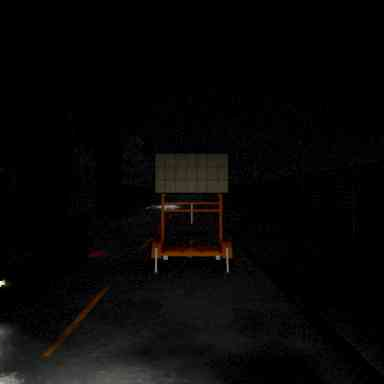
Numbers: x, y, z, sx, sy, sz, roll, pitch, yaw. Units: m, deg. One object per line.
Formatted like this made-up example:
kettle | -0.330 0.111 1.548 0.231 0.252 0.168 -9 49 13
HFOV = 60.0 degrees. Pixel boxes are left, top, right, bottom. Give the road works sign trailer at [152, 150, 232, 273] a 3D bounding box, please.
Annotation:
road works sign trailer | -0.007 0.464 10.646 2.380 3.560 2.880 0 0 0

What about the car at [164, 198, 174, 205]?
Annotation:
car | -4.036 1.601 56.689 1.895 1.301 4.718 0 0 0

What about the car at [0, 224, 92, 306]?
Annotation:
car | -4.106 1.547 8.454 2.033 1.411 5.357 0 0 0
